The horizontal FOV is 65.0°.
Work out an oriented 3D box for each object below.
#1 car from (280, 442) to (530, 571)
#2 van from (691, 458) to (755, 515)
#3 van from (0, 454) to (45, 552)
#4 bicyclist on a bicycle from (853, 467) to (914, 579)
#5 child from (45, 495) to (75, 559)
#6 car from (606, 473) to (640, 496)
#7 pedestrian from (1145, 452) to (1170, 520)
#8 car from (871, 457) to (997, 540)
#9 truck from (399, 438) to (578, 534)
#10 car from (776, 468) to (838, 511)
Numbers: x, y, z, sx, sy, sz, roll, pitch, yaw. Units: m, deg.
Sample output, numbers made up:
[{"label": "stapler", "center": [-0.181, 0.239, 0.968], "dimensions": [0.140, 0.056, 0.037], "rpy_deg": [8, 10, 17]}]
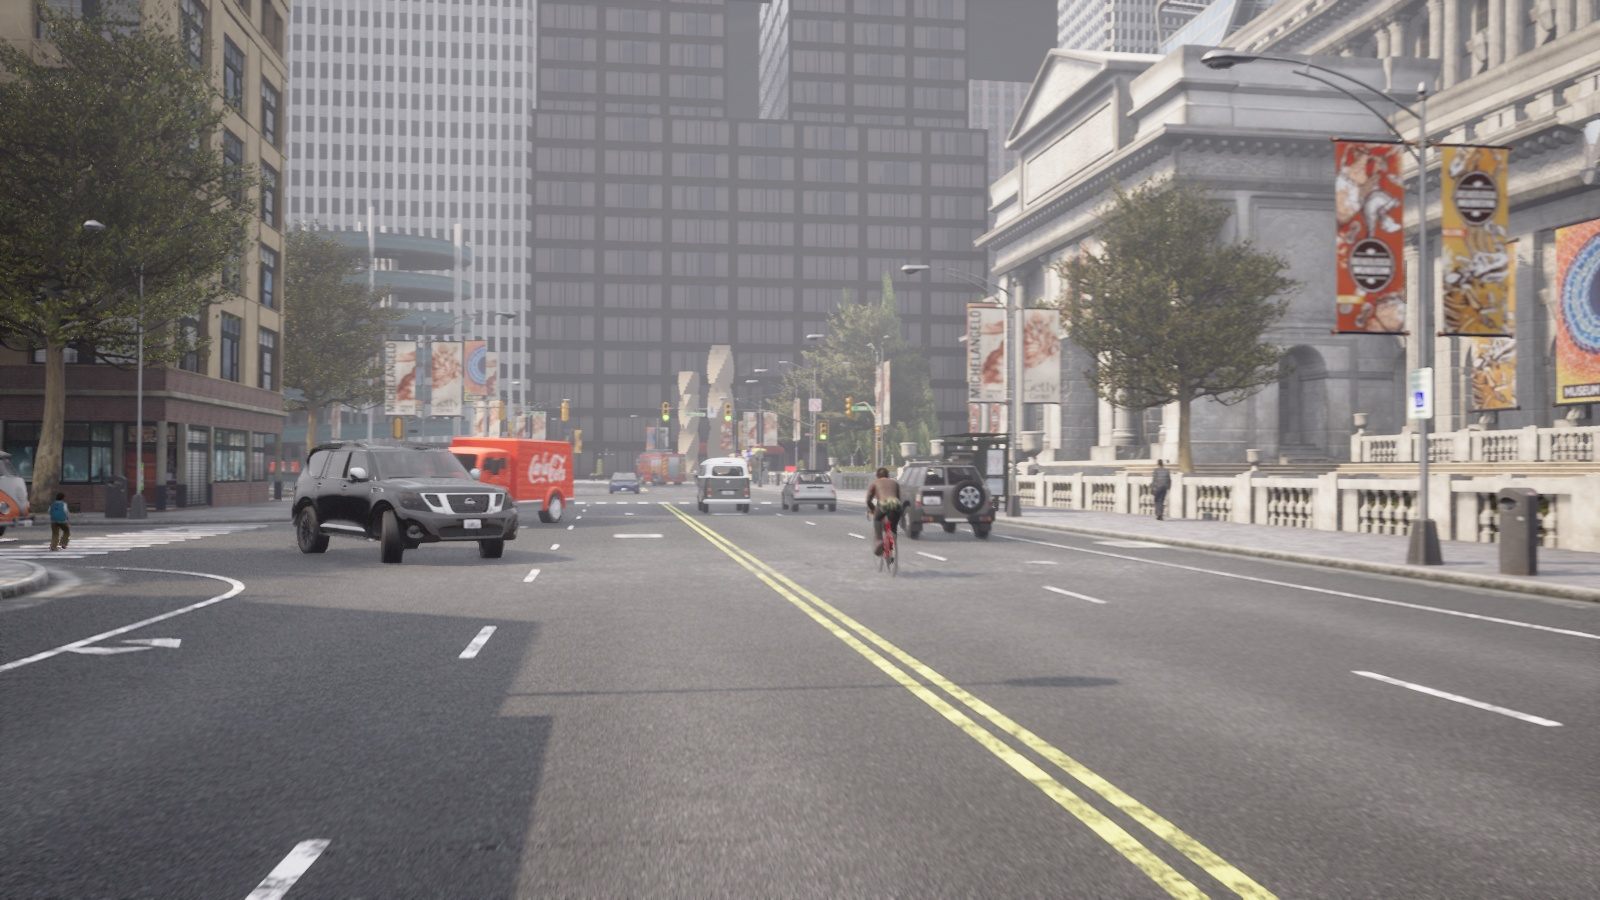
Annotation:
[{"label": "car", "center": [-7.281, 0.950, 22.739], "dimensions": [2.150, 2.045, 5.566], "rpy_deg": [1, -2, -42]}, {"label": "van", "center": [-2.993, 1.355, 47.884], "dimensions": [2.069, 2.038, 4.480], "rpy_deg": [0, -1, -8]}, {"label": "van", "center": [-18.581, 1.095, 26.246], "dimensions": [4.442, 1.987, 1.775], "rpy_deg": [0, -1, -8]}, {"label": "bicyclist on a bicycle", "center": [1.252, 1.082, 19.159], "dimensions": [0.582, 1.620, 1.656], "rpy_deg": [0, -1, -9]}, {"label": "child", "center": [-14.161, 1.473, 24.037], "dimensions": [0.343, 1.192, 0.448], "rpy_deg": [0, -1, -7]}, {"label": "car", "center": [-11.811, 2.273, 83.657], "dimensions": [2.163, 1.488, 4.792], "rpy_deg": [0, -1, -8]}, {"label": "pedestrian", "center": [10.353, 1.030, 36.383], "dimensions": [0.423, 1.949, 0.788], "rpy_deg": [0, -1, -4]}, {"label": "car", "center": [3.126, 1.125, 30.401], "dimensions": [1.932, 1.855, 4.605], "rpy_deg": [0, -1, -8]}, {"label": "truck", "center": [-8.696, 0.964, 35.669], "dimensions": [2.627, 2.467, 5.204], "rpy_deg": [1, 0, 16]}, {"label": "car", "center": [0.238, 1.549, 49.968], "dimensions": [1.851, 1.617, 3.988], "rpy_deg": [0, -1, -8]}]
